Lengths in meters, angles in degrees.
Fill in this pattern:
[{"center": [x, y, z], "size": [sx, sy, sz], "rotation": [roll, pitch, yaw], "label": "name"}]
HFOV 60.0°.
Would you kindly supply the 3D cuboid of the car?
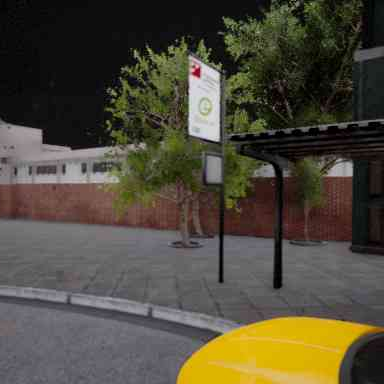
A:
[{"center": [2.156, 1.478, 1.738], "size": [5.008, 1.535, 1.882], "rotation": [0, 0, 34], "label": "car"}]
